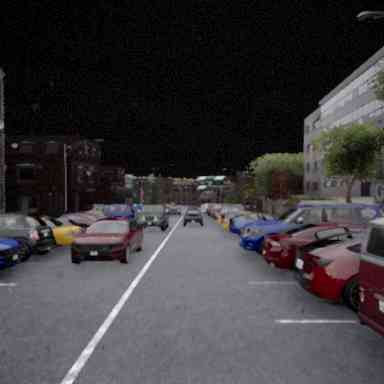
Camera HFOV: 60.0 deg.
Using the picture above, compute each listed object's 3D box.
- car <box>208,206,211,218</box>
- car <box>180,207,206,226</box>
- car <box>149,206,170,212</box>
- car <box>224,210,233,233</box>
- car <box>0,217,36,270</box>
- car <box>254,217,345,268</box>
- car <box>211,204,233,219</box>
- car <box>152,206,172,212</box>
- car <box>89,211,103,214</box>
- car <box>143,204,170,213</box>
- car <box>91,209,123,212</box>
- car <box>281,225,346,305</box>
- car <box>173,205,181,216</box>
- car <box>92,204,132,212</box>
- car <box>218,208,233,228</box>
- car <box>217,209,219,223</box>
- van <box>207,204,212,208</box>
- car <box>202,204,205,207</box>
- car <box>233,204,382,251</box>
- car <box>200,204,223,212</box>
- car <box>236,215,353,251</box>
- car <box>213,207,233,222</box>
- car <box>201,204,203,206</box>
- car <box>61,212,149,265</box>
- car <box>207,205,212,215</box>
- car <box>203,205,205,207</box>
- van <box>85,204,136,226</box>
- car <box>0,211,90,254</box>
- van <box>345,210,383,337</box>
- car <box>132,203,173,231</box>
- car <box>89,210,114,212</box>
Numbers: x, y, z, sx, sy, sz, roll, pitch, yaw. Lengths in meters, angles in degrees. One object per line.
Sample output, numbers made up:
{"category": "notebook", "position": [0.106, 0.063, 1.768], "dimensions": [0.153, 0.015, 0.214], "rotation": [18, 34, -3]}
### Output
{"category": "car", "position": [4.672, 2.626, 37.946], "dimensions": [4.892, 1.521, 2.231], "rotation": [0, -2, 0]}
{"category": "car", "position": [0.124, 2.443, 32.076], "dimensions": [1.837, 1.490, 4.892], "rotation": [0, -2, 0]}
{"category": "car", "position": [-7.617, 4.059, 78.256], "dimensions": [4.674, 1.452, 2.002], "rotation": [0, -2, 0]}
{"category": "car", "position": [4.694, 2.072, 21.193], "dimensions": [4.792, 1.488, 2.163], "rotation": [0, -2, 0]}
{"category": "car", "position": [-7.679, 1.644, 9.777], "dimensions": [5.008, 1.535, 2.097], "rotation": [0, -2, 0]}
{"category": "car", "position": [4.655, 1.660, 10.086], "dimensions": [5.008, 1.535, 2.097], "rotation": [0, -2, 0]}
{"category": "car", "position": [4.644, 2.402, 35.160], "dimensions": [4.553, 1.767, 2.185], "rotation": [0, -2, 0]}
{"category": "car", "position": [-7.644, 4.257, 84.254], "dimensions": [4.792, 1.488, 2.163], "rotation": [0, -2, 0]}
{"category": "car", "position": [-7.638, 1.964, 18.271], "dimensions": [4.792, 1.488, 2.163], "rotation": [0, -2, 0]}
{"category": "car", "position": [-7.652, 3.568, 72.518], "dimensions": [5.566, 2.045, 2.435], "rotation": [0, -2, 0]}
{"category": "car", "position": [-7.661, 2.164, 23.724], "dimensions": [4.674, 1.452, 2.002], "rotation": [0, -2, 0]}
{"category": "car", "position": [4.683, 1.612, 7.254], "dimensions": [4.792, 1.488, 2.163], "rotation": [0, -2, 0]}
{"category": "car", "position": [-2.956, 3.181, 57.548], "dimensions": [2.097, 1.767, 4.553], "rotation": [0, -2, 0]}
{"category": "car", "position": [-7.687, 2.067, 29.312], "dimensions": [5.566, 2.045, 2.435], "rotation": [0, -2, 0]}
{"category": "car", "position": [4.853, 2.137, 23.986], "dimensions": [5.366, 1.575, 1.946], "rotation": [0, -2, 0]}
{"category": "car", "position": [4.698, 2.266, 26.778], "dimensions": [4.792, 1.488, 2.163], "rotation": [0, -2, 0]}
{"category": "van", "position": [4.566, 2.593, 43.538], "dimensions": [4.442, 1.987, 1.878], "rotation": [0, -2, 0]}
{"category": "car", "position": [4.665, 3.275, 60.286], "dimensions": [4.553, 1.767, 2.185], "rotation": [0, -2, 0]}
{"category": "car", "position": [4.630, 1.500, 12.827], "dimensions": [5.566, 2.045, 2.435], "rotation": [0, -2, 0]}
{"category": "car", "position": [4.686, 3.926, 82.626], "dimensions": [5.566, 2.045, 2.435], "rotation": [0, -2, 0]}
{"category": "car", "position": [4.631, 1.878, 15.610], "dimensions": [4.792, 1.488, 2.163], "rotation": [0, -2, 0]}
{"category": "car", "position": [4.857, 2.331, 29.570], "dimensions": [5.366, 1.575, 1.946], "rotation": [0, -2, 0]}
{"category": "car", "position": [4.726, 3.247, 63.084], "dimensions": [5.566, 2.045, 2.435], "rotation": [0, -2, 0]}
{"category": "car", "position": [-3.087, 1.751, 12.991], "dimensions": [1.882, 1.535, 5.008], "rotation": [0, -2, 0]}
{"category": "car", "position": [4.686, 2.723, 40.738], "dimensions": [4.892, 1.521, 2.231], "rotation": [0, -2, 0]}
{"category": "car", "position": [4.722, 3.334, 57.491], "dimensions": [4.792, 1.488, 2.163], "rotation": [0, -2, 0]}
{"category": "van", "position": [-7.773, 2.189, 32.101], "dimensions": [4.442, 1.987, 1.878], "rotation": [0, -2, 0]}
{"category": "car", "position": [-7.855, 1.834, 15.482], "dimensions": [5.366, 1.575, 1.946], "rotation": [0, -2, 0]}
{"category": "van", "position": [4.769, 1.302, 4.473], "dimensions": [4.442, 1.987, 1.878], "rotation": [0, -1, 0]}
{"category": "car", "position": [-3.048, 1.971, 26.754], "dimensions": [2.150, 2.045, 5.566], "rotation": [0, -2, 0]}
{"category": "car", "position": [-7.662, 2.071, 21.058], "dimensions": [4.674, 1.452, 2.002], "rotation": [0, -2, 0]}
